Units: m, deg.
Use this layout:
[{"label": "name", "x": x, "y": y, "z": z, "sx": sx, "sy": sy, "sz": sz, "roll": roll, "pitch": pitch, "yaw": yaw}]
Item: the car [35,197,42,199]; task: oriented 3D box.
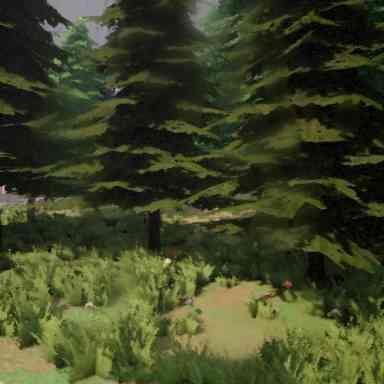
[{"label": "car", "x": -28.122, "y": 1.287, "z": 63.100, "sx": 1.816, "sy": 1.474, "sz": 4.193, "roll": 7, "pitch": 4, "yaw": 33}]
